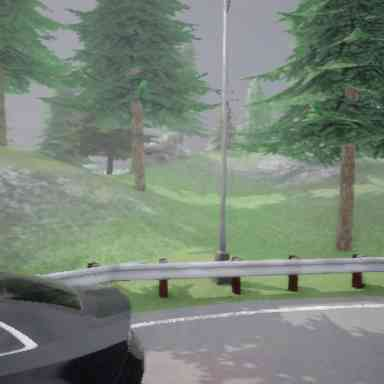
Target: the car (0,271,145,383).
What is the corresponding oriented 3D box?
[{"bbox_3d":[-2.737,1.416,2.211,4.892,1.490,1.837,0,-1,-32],"label":"car"}]
